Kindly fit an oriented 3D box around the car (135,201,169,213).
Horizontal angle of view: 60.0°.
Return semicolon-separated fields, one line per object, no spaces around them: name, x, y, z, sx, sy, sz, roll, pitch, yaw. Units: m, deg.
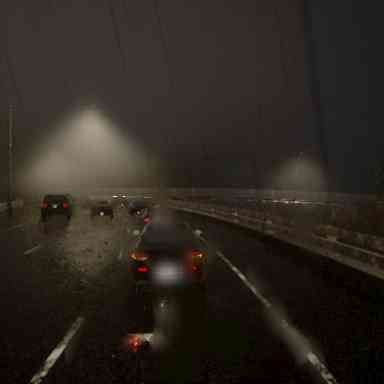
car;-2.253;1.524;20.233;2.033;1.411;5.357;0;0;-11

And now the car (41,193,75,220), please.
car;-11.077;1.194;27.692;2.150;2.045;5.566;0;0;-16

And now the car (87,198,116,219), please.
car;-7.845;1.476;28.902;1.837;1.490;4.892;0;0;-15

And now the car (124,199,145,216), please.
car;-5.143;1.489;32.109;1.812;1.442;4.674;0;0;-17

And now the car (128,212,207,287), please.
car;-0.681;1.515;9.203;1.812;1.442;4.674;0;0;-4

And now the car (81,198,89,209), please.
car;-13.491;1.517;44.186;1.994;1.385;4.181;0;0;-24

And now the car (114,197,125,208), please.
car;-9.948;1.451;44.863;1.837;1.490;4.892;0;-1;-24

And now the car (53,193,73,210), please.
car;-16.669;1.180;42.834;2.150;2.045;5.566;0;0;-24
